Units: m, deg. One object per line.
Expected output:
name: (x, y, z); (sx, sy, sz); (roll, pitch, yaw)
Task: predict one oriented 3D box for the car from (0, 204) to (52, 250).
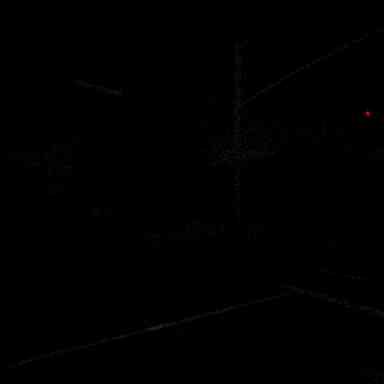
car: (-8.025, 1.549, 15.773); (1.905, 1.878, 3.866); (1, 0, -36)
